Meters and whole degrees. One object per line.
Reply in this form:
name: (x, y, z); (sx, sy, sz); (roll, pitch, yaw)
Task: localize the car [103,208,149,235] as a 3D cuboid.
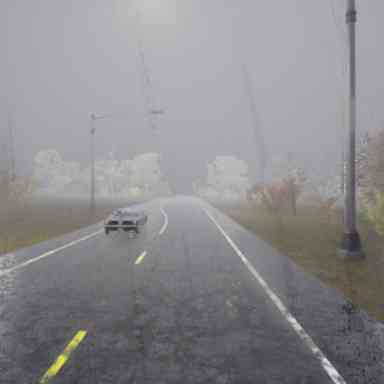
car: (-3.668, 1.607, 19.103); (1.895, 1.301, 4.718); (0, 0, -1)
